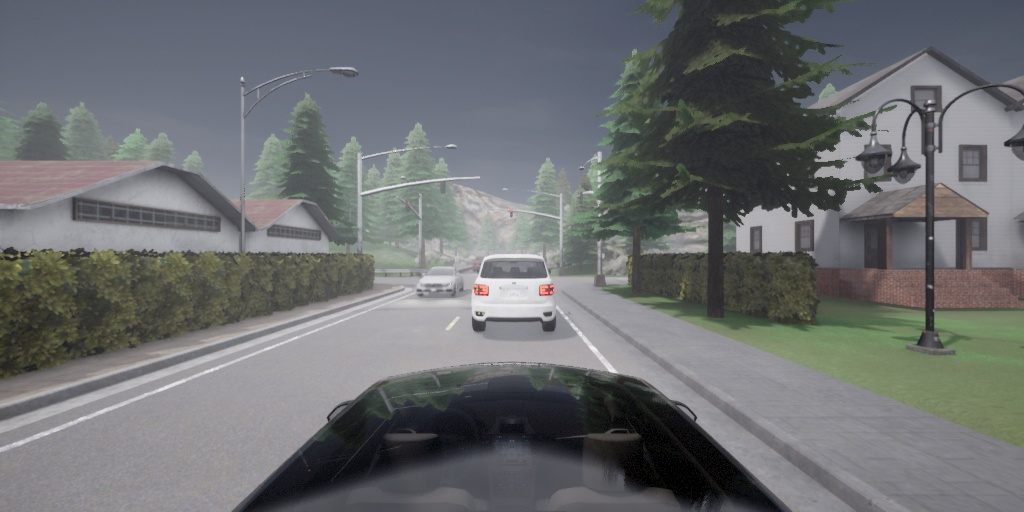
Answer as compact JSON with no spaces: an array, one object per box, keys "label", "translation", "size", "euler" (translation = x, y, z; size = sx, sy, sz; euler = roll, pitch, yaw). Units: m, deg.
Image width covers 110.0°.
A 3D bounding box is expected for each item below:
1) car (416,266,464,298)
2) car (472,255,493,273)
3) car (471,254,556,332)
[{"label":"car","translation":[-3.604,1.272,18.730],"size":[1.812,1.442,4.674],"euler":[0,0,0]},{"label":"car","translation":[-3.617,0.961,44.590],"size":[2.150,2.045,5.566],"euler":[0,0,0]},{"label":"car","translation":[0.061,0.969,11.023],"size":[2.150,2.045,5.566],"euler":[0,0,0]}]
